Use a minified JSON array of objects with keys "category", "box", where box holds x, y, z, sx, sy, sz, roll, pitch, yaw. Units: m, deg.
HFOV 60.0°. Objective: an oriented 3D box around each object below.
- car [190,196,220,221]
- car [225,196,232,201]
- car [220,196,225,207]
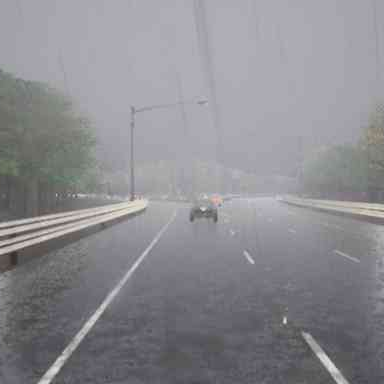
[{"category":"car","box":[1.032,1.357,27.221,2.097,1.767,4.553,0,0,4]},{"category":"car","box":[8.915,1.628,83.281,1.895,1.301,4.718,0,0,12]},{"category":"car","box":[3.546,1.364,52.017,2.097,1.767,4.553,0,0,8]}]
